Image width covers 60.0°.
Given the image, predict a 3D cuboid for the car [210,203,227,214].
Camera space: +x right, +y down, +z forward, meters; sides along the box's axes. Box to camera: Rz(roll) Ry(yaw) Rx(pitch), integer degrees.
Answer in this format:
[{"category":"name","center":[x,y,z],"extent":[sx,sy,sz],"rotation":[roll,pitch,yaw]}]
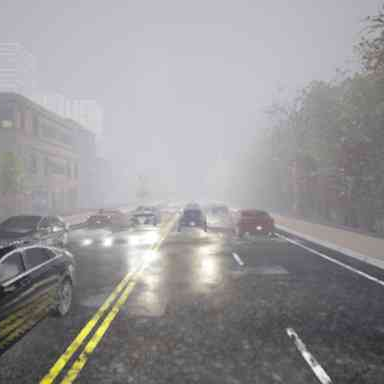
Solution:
[{"category":"car","center":[3.329,1.983,41.541],"extent":[1.895,1.301,4.718],"rotation":[0,-1,0]}]

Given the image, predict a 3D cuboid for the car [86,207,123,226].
[{"category":"car","center":[-6.566,1.837,25.614],"extent":[1.895,1.301,4.718],"rotation":[0,-1,0]}]

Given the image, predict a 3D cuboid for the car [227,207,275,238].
[{"category":"car","center":[3.341,1.655,19.024],"extent":[1.882,1.535,5.008],"rotation":[0,0,0]}]

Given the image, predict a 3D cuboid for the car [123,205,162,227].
[{"category":"car","center":[-3.323,1.721,24.594],"extent":[2.128,1.511,4.902],"rotation":[0,-1,0]}]

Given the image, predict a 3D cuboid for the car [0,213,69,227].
[{"category":"car","center":[-6.508,1.629,13.347],"extent":[1.837,1.490,4.892],"rotation":[0,-1,0]}]

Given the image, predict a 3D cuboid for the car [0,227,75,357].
[{"category":"car","center":[-3.258,1.538,4.803],"extent":[2.128,1.511,4.902],"rotation":[0,-1,0]}]

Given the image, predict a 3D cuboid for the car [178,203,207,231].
[{"category":"car","center":[0.043,1.730,22.082],"extent":[1.812,1.442,4.674],"rotation":[0,0,0]}]
